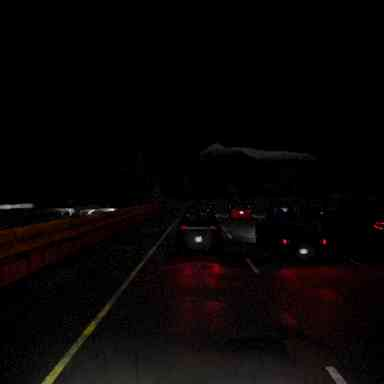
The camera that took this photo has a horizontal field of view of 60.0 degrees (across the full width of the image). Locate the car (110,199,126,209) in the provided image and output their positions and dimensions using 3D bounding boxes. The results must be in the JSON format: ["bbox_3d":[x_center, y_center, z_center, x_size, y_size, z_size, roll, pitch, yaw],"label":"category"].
[{"bbox_3d":[-10.700,1.787,50.135,1.994,1.385,4.181,0,0,11],"label":"car"}]

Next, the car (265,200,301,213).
[{"bbox_3d":[7.846,1.552,29.601,2.097,1.767,4.553,0,0,4],"label":"car"}]

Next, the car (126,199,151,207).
[{"bbox_3d":[-7.422,1.779,48.871,2.033,1.411,5.357,0,0,11],"label":"car"}]

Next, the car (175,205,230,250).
[{"bbox_3d":[0.301,1.574,14.764,2.128,1.511,4.902,0,0,1],"label":"car"}]

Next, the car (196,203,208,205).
[{"bbox_3d":[0.909,1.736,30.651,1.994,1.385,4.181,0,0,4],"label":"car"}]

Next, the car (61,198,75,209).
[{"bbox_3d":[-17.846,1.714,50.141,1.812,1.442,4.674,0,0,11],"label":"car"}]

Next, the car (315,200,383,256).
[{"bbox_3d":[7.285,1.332,13.754,2.150,2.045,5.566,0,0,1],"label":"car"}]

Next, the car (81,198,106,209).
[{"bbox_3d":[-14.500,1.676,48.985,1.882,1.535,5.008,0,0,11],"label":"car"}]

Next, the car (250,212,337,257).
[{"bbox_3d":[3.771,1.692,13.284,1.895,1.301,4.718,0,0,1],"label":"car"}]

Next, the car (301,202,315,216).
[{"bbox_3d":[11.489,1.705,31.376,1.882,1.535,5.008,0,0,5],"label":"car"}]

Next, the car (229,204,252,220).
[{"bbox_3d":[4.397,1.752,30.464,1.994,1.385,4.181,0,0,4],"label":"car"}]
